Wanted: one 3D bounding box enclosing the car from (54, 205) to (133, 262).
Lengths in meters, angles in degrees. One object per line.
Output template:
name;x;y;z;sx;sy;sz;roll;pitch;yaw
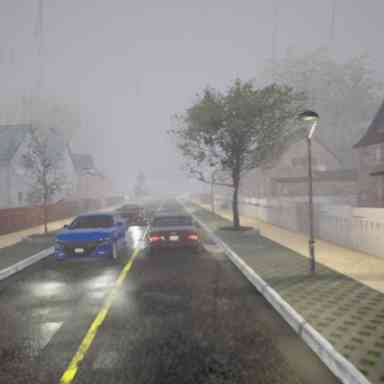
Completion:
car;-3.601;1.511;12.600;1.882;1.535;5.008;-2;0;-4

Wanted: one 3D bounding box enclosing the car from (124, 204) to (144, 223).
car;-4.345;1.562;23.627;1.994;1.385;4.181;-2;0;-4

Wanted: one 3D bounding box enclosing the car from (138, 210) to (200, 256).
car;-0.779;1.502;13.008;2.033;1.411;5.357;-2;0;-5
